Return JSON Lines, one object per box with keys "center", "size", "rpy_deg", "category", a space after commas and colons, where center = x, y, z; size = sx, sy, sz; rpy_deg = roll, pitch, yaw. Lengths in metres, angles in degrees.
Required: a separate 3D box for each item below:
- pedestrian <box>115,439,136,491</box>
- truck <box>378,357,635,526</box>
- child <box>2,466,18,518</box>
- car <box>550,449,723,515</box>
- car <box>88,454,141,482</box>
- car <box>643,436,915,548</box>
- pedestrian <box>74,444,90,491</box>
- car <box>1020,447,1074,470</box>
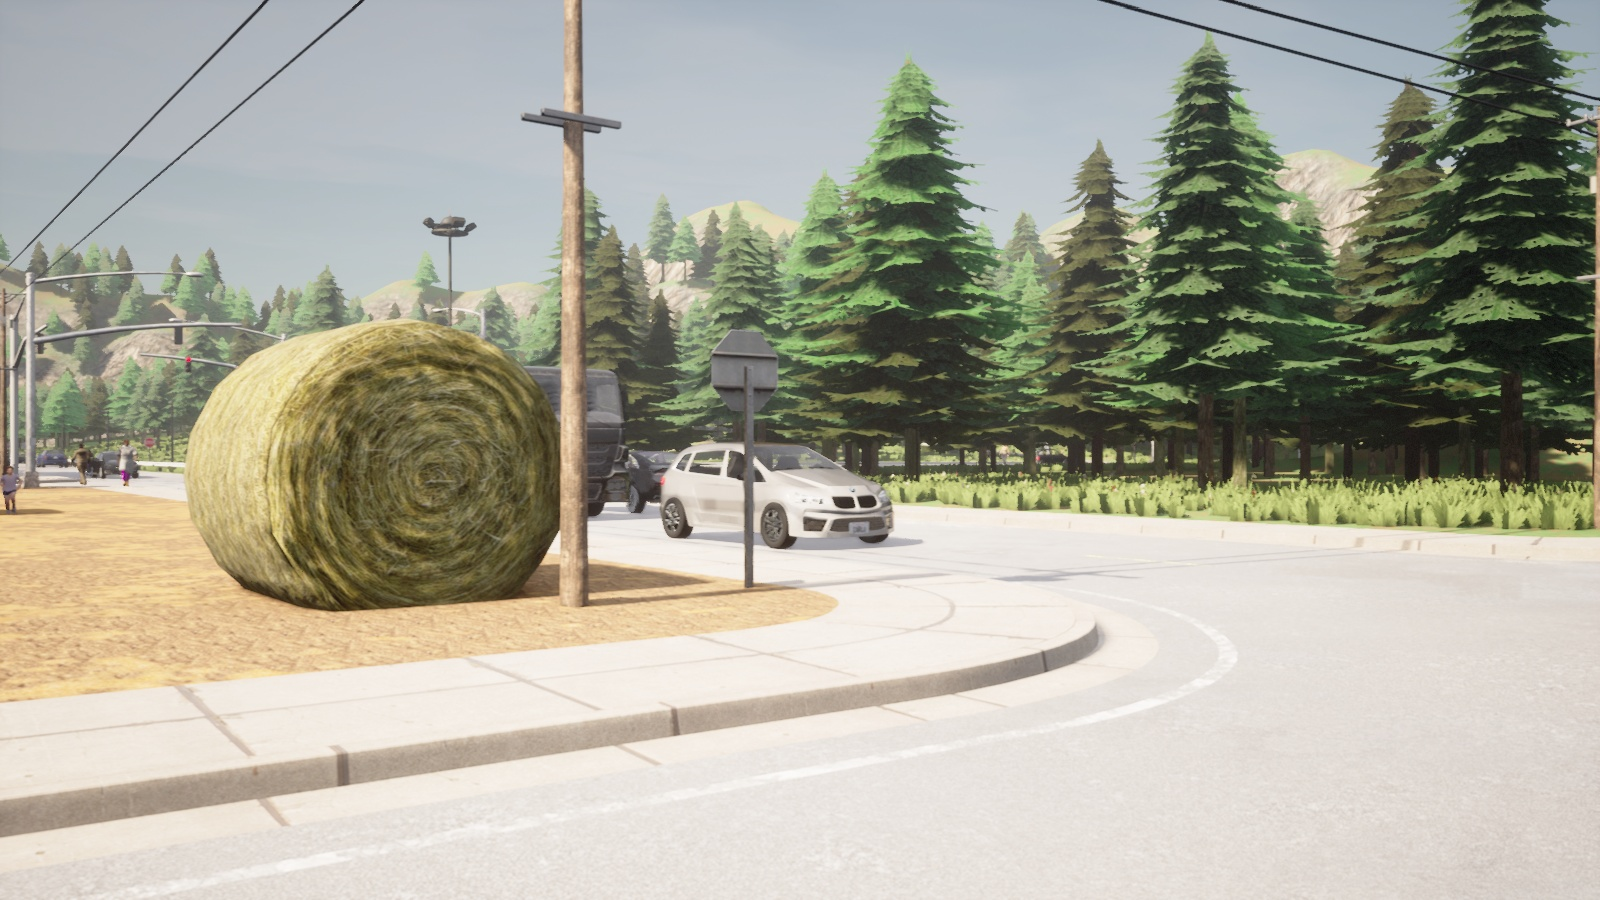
{"center": [-25.757, 0.569, 47.974], "size": [0.659, 1.952, 0.873], "rpy_deg": [0, 0, -25], "category": "pedestrian"}
{"center": [-7.199, -0.165, 29.780], "size": [2.891, 3.462, 7.936], "rpy_deg": [0, 0, -38], "category": "truck"}
{"center": [-16.899, 0.890, 26.864], "size": [0.255, 1.110, 0.394], "rpy_deg": [0, 0, -28], "category": "child"}
{"center": [-4.204, 0.755, 31.636], "size": [2.128, 1.511, 4.902], "rpy_deg": [0, 0, -38], "category": "car"}
{"center": [-38.276, 0.997, 70.097], "size": [1.837, 1.490, 4.892], "rpy_deg": [0, 0, -38], "category": "car"}
{"center": [-0.478, 0.623, 21.073], "size": [2.242, 1.667, 4.611], "rpy_deg": [0, 0, -37], "category": "car"}
{"center": [-29.981, 0.722, 52.421], "size": [0.396, 1.930, 0.692], "rpy_deg": [0, 0, -44], "category": "pedestrian"}
{"center": [17.820, 0.606, 90.697], "size": [3.705, 1.549, 1.789], "rpy_deg": [0, 0, -36], "category": "car"}
